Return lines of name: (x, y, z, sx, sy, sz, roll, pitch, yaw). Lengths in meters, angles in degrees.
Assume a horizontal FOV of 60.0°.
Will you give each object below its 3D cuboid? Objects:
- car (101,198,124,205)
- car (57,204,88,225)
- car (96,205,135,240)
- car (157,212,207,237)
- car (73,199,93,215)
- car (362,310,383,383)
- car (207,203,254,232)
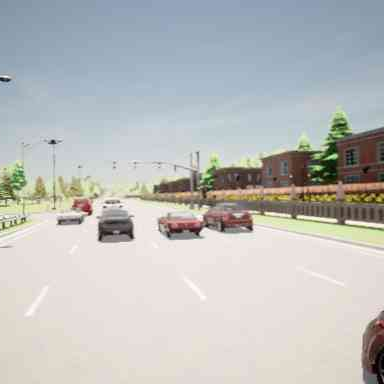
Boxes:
car: (-8.581, 1.689, 35.987, 2.150, 2.045, 5.566, -1, 0, -14)
car: (-10.474, 2.046, 29.018, 1.895, 1.301, 4.718, -1, 0, -14)
car: (-4.323, 1.747, 18.824, 1.837, 1.490, 4.892, -1, 0, -14)
car: (-0.837, 1.778, 19.312, 1.895, 1.301, 4.718, -1, 0, -14)
car: (-13.507, 1.828, 41.201, 2.150, 2.045, 5.566, -1, 0, -14)
car: (3.353, 1.521, 2.400, 1.994, 1.385, 4.181, -1, 0, -14)
car: (2.212, 1.489, 21.543, 2.097, 1.767, 4.553, -1, 0, -14)
